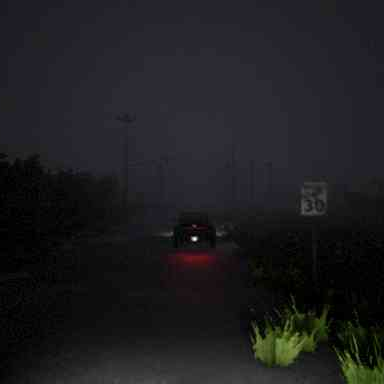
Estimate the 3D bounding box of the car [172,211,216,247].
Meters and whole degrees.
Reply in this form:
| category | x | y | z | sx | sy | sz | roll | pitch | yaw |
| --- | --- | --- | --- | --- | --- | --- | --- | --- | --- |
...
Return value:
| category | x | y | z | sx | sy | sz | roll | pitch | yaw |
| --- | --- | --- | --- | --- | --- | --- | --- | --- | --- |
| car | 0.106 | 1.659 | 15.830 | 1.837 | 1.490 | 4.892 | 0 | -1 | 0 |
